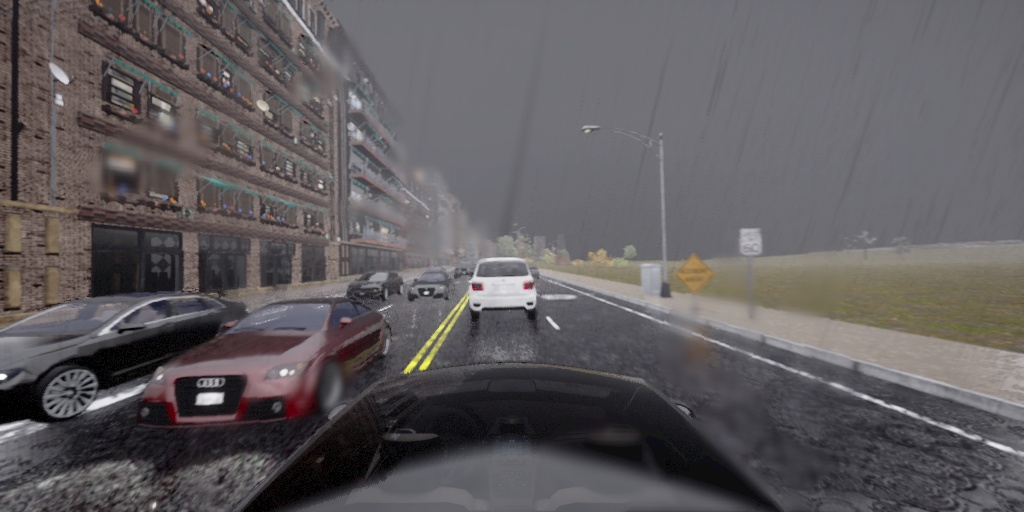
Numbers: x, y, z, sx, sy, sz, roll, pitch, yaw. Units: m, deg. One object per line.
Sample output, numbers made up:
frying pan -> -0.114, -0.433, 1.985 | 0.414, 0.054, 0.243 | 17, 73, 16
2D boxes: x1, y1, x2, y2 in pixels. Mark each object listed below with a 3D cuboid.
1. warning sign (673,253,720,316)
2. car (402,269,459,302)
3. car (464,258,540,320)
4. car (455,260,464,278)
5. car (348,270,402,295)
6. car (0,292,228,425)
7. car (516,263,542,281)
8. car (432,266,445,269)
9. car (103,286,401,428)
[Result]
warning sign -> 5.726, 0.840, 11.186 | 1.300, 1.860, 1.060 | 0, 0, -3
car -> -4.146, 1.577, 18.951 | 1.994, 1.385, 4.181 | -1, -1, -3
car -> -0.386, 1.098, 13.435 | 2.150, 2.045, 5.566 | -1, -1, -3
car -> -5.169, 1.460, 40.439 | 2.150, 2.045, 5.566 | -1, -1, -3
car -> -7.454, 1.572, 19.981 | 1.882, 1.535, 5.008 | -1, 0, -3
car -> -6.741, 1.429, 6.130 | 2.128, 1.511, 4.902 | -1, -1, -3
car -> 1.633, 1.551, 35.775 | 2.128, 1.511, 4.902 | -1, 0, -2
car -> -8.406, 1.863, 40.227 | 2.033, 1.411, 5.357 | -1, -1, -3
car -> -3.477, 1.431, 5.996 | 1.994, 1.385, 4.181 | -1, -1, -3
